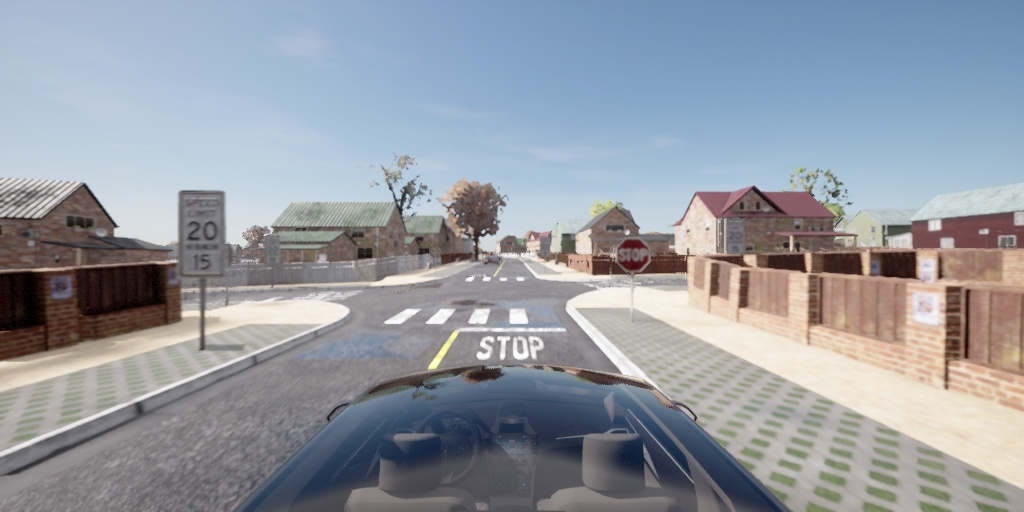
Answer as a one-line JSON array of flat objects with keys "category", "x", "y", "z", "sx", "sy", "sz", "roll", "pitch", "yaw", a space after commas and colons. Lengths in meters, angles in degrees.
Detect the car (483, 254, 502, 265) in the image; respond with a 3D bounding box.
[{"category": "car", "x": -2.839, "y": 0.548, "z": 49.672, "sx": 1.994, "sy": 1.385, "sz": 4.181, "roll": 0, "pitch": 1, "yaw": 0}]
